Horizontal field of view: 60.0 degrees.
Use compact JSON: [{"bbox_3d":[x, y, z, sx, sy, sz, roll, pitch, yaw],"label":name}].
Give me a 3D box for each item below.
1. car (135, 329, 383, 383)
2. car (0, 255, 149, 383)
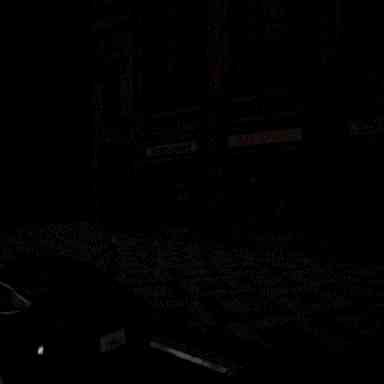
[{"bbox_3d":[2.060,1.542,1.376,4.507,1.381,1.887,0,-1,36],"label":"car"},{"bbox_3d":[-2.503,1.581,4.665,4.313,1.339,1.947,0,-1,36],"label":"car"}]
